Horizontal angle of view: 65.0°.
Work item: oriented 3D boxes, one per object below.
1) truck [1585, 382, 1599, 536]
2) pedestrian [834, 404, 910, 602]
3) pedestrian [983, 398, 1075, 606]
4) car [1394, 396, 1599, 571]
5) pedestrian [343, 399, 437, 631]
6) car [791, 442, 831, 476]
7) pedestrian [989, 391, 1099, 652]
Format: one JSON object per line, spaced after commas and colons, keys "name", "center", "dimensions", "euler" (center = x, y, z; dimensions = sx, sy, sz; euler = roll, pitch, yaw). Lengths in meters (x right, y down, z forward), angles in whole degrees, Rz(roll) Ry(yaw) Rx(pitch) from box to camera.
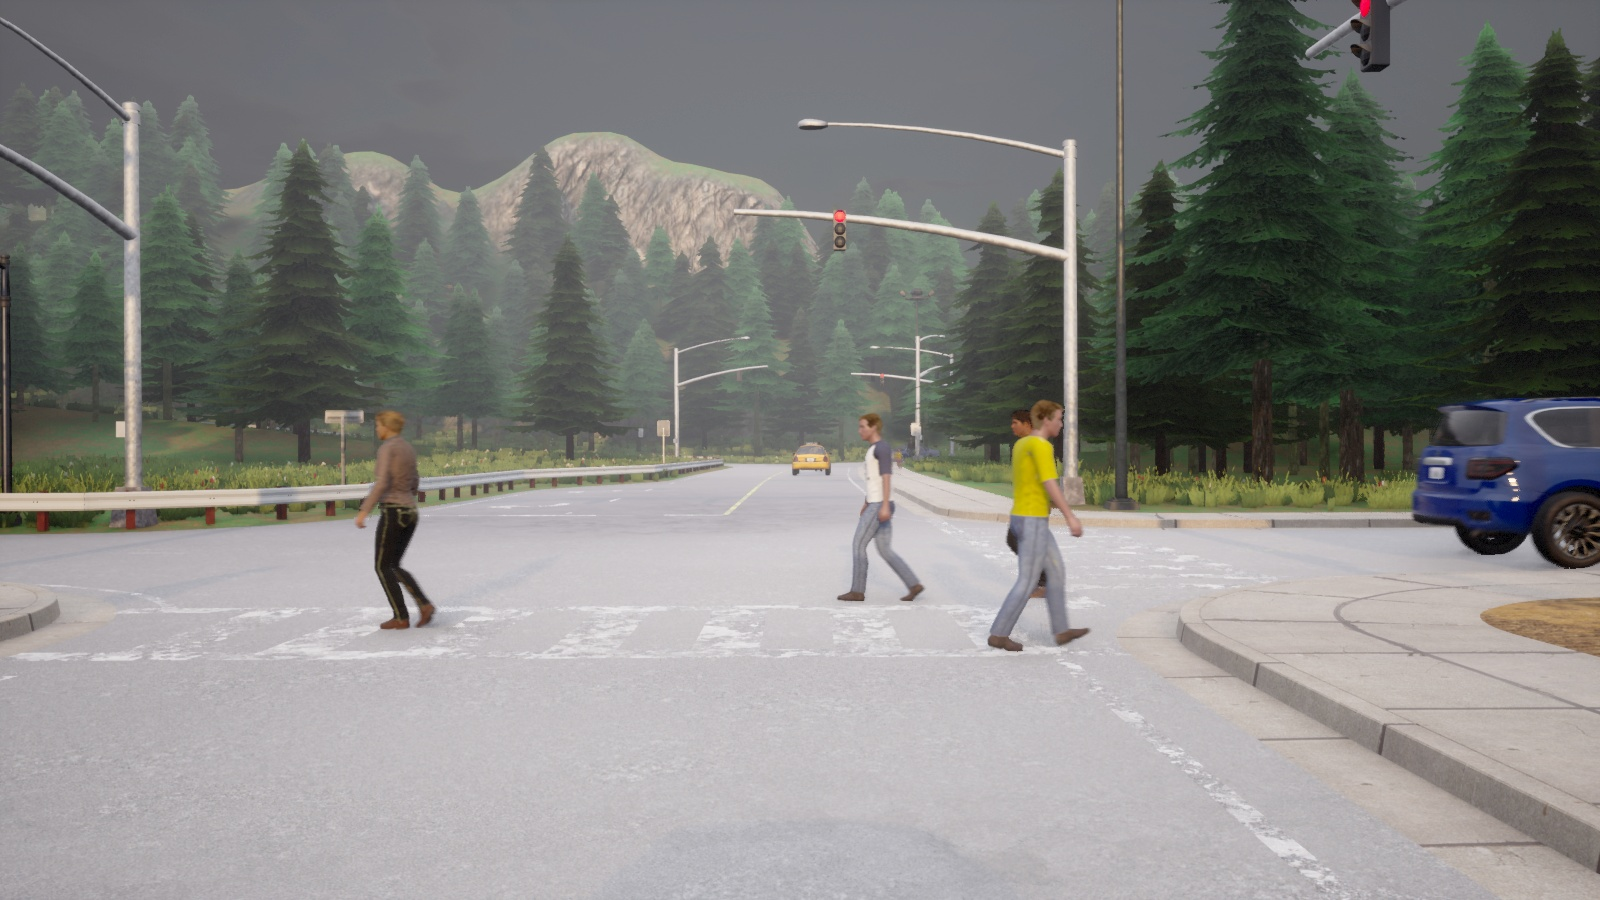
{"name": "truck", "center": [15.399, 0.143, 19.159], "dimensions": [5.204, 2.467, 2.627], "euler": [0, 0, 1]}
{"name": "pedestrian", "center": [0.679, 0.494, 11.867], "dimensions": [0.706, 1.836, 0.354], "euler": [0, 0, 3]}
{"name": "pedestrian", "center": [2.188, 0.487, 12.030], "dimensions": [0.788, 1.949, 0.423], "euler": [0, 0, -3]}
{"name": "car", "center": [10.727, 0.382, 15.718], "dimensions": [5.566, 2.045, 2.150], "euler": [0, 0, 1]}
{"name": "pedestrian", "center": [-3.326, 0.516, 10.202], "dimensions": [0.634, 1.846, 0.331], "euler": [0, 0, 14]}
{"name": "car", "center": [0.569, 0.395, 60.659], "dimensions": [1.801, 1.575, 5.366], "euler": [0, 0, 2]}
{"name": "pedestrian", "center": [1.746, 0.503, 9.030], "dimensions": [0.706, 1.836, 0.354], "euler": [0, 0, -3]}
